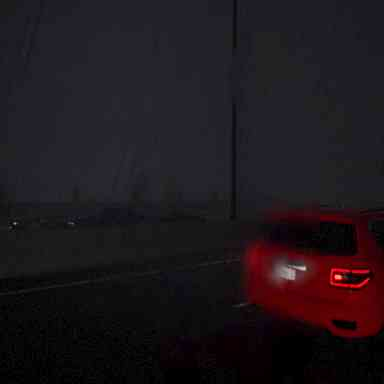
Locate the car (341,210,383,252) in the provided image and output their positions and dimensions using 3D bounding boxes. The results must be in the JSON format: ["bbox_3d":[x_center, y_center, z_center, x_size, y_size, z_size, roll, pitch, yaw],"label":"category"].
[{"bbox_3d":[8.927,1.677,15.435,4.892,1.490,1.837,1,0,-42],"label":"car"}]

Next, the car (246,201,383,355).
[{"bbox_3d":[3.486,1.289,6.360,5.566,2.045,2.150,1,0,-37],"label":"car"}]

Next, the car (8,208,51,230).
[{"bbox_3d":[-7.875,1.603,19.927,5.357,1.411,2.033,1,0,-36],"label":"car"}]

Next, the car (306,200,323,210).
[{"bbox_3d":[19.339,2.059,52.400,1.994,1.385,4.181,0,0,27],"label":"car"}]

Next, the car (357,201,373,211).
[{"bbox_3d":[26.575,2.114,51.270,1.994,1.385,4.181,0,0,26],"label":"car"}]

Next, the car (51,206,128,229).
[{"bbox_3d":[-4.633,1.549,18.067,5.008,1.535,1.882,1,0,-38],"label":"car"}]

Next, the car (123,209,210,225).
[{"bbox_3d":[-0.957,1.658,16.521,4.181,1.385,1.994,1,0,-38],"label":"car"}]
